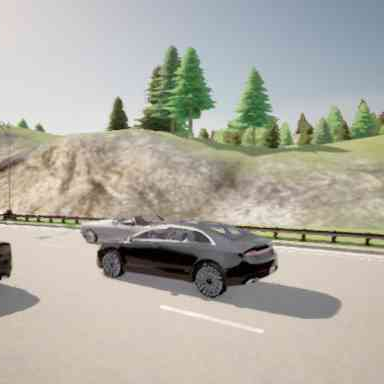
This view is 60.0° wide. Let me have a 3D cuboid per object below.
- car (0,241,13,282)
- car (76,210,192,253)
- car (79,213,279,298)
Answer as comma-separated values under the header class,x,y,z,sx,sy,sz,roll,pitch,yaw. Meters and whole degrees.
class,x,y,z,sx,sy,sz,roll,pitch,yaw
car,-6.491,1.466,8.129,5.008,1.535,1.882,0,0,31
car,-2.506,1.535,13.935,4.718,1.301,1.895,0,0,31
car,-0.320,1.444,8.384,4.902,1.511,2.128,0,0,33
